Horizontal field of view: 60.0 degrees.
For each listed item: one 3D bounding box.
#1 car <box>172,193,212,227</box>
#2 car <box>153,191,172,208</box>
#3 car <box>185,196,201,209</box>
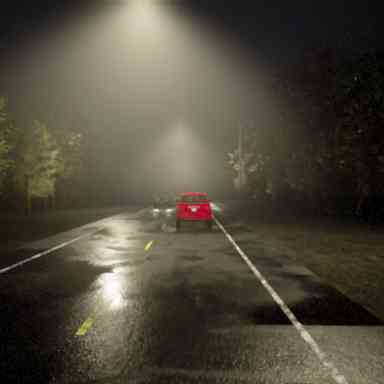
[{"bbox_3d":[0.111,1.070,21.570,2.150,2.045,5.566,0,1,0],"label":"car"},{"bbox_3d":[-3.574,0.924,41.995,2.150,2.045,5.566,0,0,0],"label":"car"},{"bbox_3d":[0.120,1.240,40.159,1.812,1.442,4.674,0,1,0],"label":"car"}]
